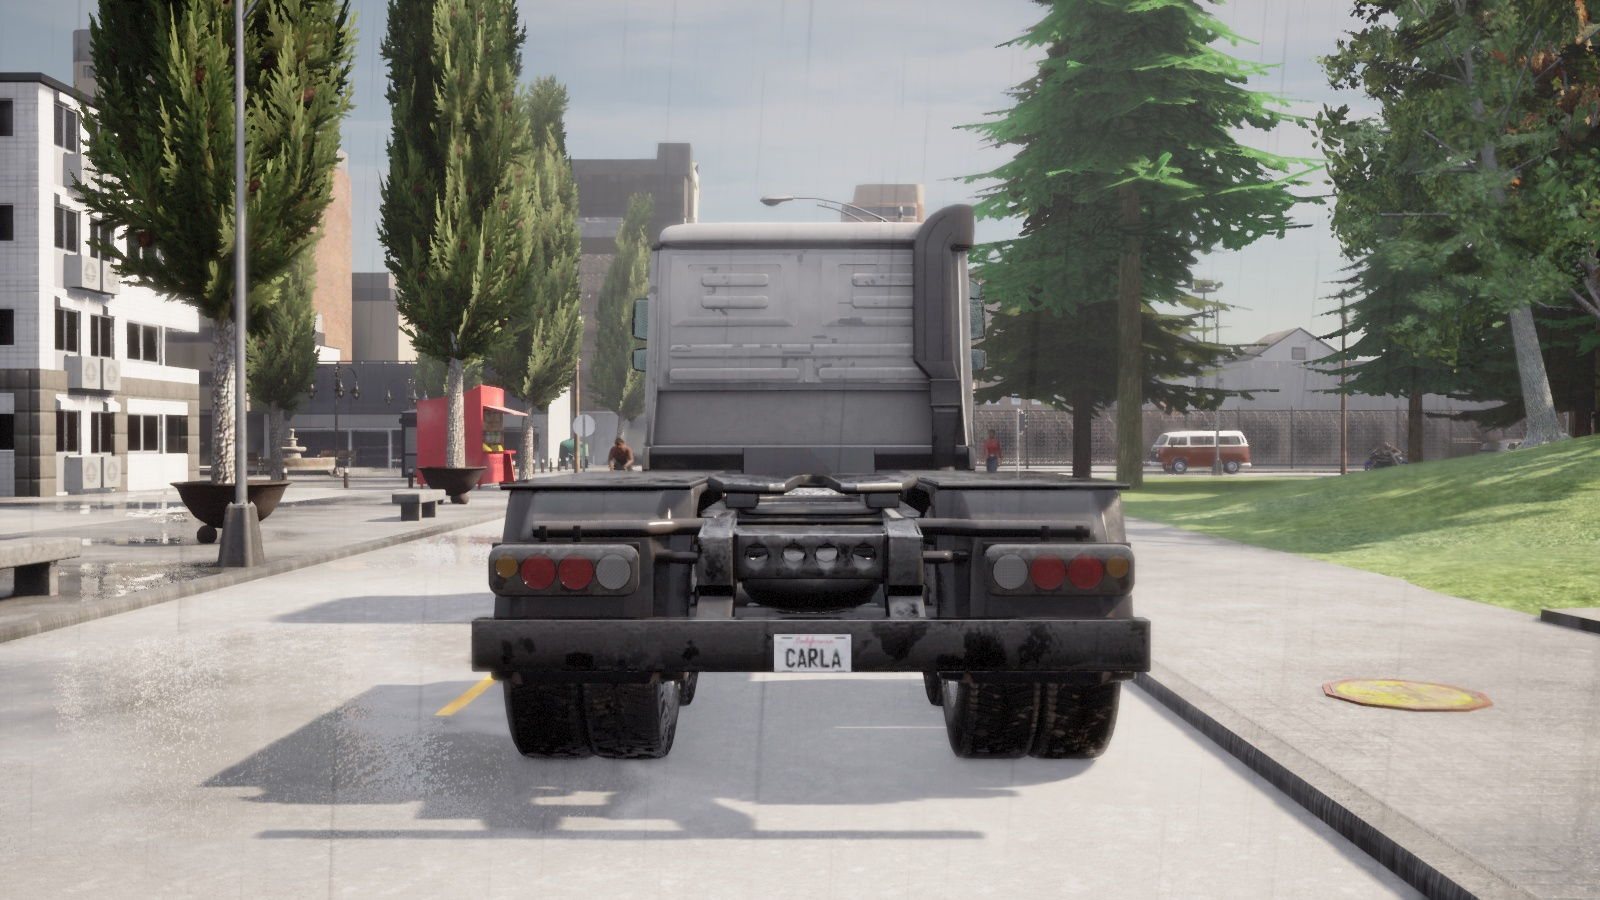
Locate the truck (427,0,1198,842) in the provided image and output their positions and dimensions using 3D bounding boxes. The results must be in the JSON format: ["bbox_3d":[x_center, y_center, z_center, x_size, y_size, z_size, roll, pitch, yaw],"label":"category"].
[{"bbox_3d":[0.066,-0.284,8.680,2.891,3.462,7.936,0,0,0],"label":"truck"}]

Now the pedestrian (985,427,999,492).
[{"bbox_3d":[5.476,0.259,35.793,0.331,1.846,0.636,0,0,5],"label":"pedestrian"}]

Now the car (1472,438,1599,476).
[{"bbox_3d":[32.660,0.303,55.566,4.611,1.667,2.242,0,0,0],"label":"car"}]

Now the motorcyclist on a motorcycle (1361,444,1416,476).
[{"bbox_3d":[27.907,0.468,59.590,2.191,1.530,0.866,0,0,0],"label":"motorcyclist on a motorcycle"}]

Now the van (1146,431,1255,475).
[{"bbox_3d":[18.968,0.149,59.629,4.480,2.038,2.069,0,0,0],"label":"van"}]
